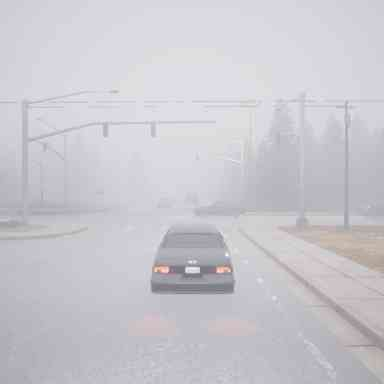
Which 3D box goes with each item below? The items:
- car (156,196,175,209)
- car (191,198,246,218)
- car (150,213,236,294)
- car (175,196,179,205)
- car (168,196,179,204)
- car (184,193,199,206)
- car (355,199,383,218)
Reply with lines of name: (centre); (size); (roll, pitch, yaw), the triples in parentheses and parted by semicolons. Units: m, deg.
car: (-3.698, 1.505, 45.044); (1.837, 1.490, 4.892); (0, 0, 0)
car: (2.448, 1.541, 29.782); (4.674, 1.442, 1.812); (0, 0, 1)
car: (0.030, 1.545, 8.919); (2.033, 1.411, 5.357); (0, 0, 0)
car: (-3.695, 1.491, 54.695); (2.128, 1.511, 4.902); (0, 0, 0)
car: (-3.597, 1.505, 64.573); (1.837, 1.490, 4.892); (0, 0, 1)
car: (-0.037, 1.221, 54.198); (2.150, 2.045, 5.566); (0, 0, 0)
car: (17.056, 1.378, 29.548); (4.553, 1.767, 2.097); (0, 0, 1)
